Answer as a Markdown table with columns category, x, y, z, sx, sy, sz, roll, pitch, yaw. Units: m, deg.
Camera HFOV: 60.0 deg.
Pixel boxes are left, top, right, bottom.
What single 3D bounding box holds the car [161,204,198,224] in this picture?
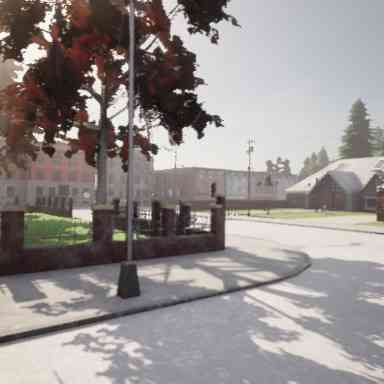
| category | x | y | z | sx | sy | sz | roll | pitch | yaw |
| --- | --- | --- | --- | --- | --- | --- | --- | --- | --- |
| car | -1.413 | 1.716 | 26.921 | 1.812 | 1.442 | 4.674 | 1 | -1 | -36 |

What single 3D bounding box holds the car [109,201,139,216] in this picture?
| category | x | y | z | sx | sy | sz | roll | pitch | yaw |
| --- | --- | --- | --- | --- | --- | --- | --- | --- | --- |
| car | -7.302 | 1.682 | 35.237 | 2.128 | 1.511 | 4.902 | 1 | -1 | -35 |
